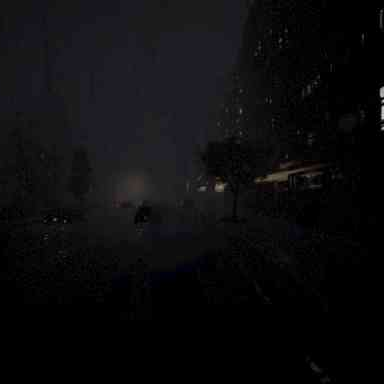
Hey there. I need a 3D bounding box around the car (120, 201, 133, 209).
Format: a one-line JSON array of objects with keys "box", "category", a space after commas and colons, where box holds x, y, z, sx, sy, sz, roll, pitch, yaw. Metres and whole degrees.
[{"box": [-11.266, 2.243, 58.261, 1.994, 1.385, 4.181, 0, -1, -2], "category": "car"}]

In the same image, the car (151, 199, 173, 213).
[{"box": [-4.035, 2.009, 44.940, 2.128, 1.511, 4.902, 0, -1, -2], "category": "car"}]

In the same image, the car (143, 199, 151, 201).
[{"box": [-8.057, 2.045, 59.357, 2.097, 1.767, 4.553, 0, -1, -2], "category": "car"}]

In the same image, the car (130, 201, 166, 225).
[{"box": [-3.498, 1.783, 27.280, 1.882, 1.535, 5.008, 0, 0, -1], "category": "car"}]

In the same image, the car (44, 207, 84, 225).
[{"box": [-10.066, 1.857, 26.408, 1.994, 1.385, 4.181, 0, -1, -1], "category": "car"}]

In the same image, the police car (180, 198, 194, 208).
[{"box": [-0.737, 2.170, 63.268, 1.930, 1.638, 5.238, 0, -1, -3], "category": "police car"}]

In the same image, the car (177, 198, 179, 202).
[{"box": [-1.739, 2.298, 79.182, 2.097, 1.767, 4.553, 0, -1, -4], "category": "car"}]
